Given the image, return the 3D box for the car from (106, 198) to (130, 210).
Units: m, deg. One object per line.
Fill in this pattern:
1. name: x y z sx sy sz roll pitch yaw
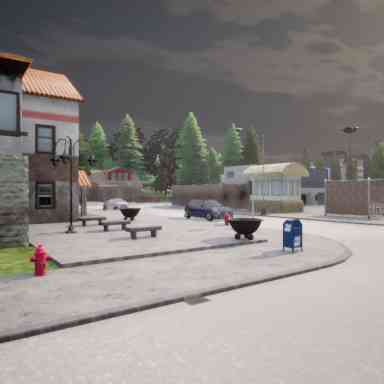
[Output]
1. car: -9.557 1.525 42.427 1.812 1.442 4.674 0 0 -35

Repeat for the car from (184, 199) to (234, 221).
1. car: 1.308 1.352 27.021 2.097 1.767 4.553 0 0 -35
